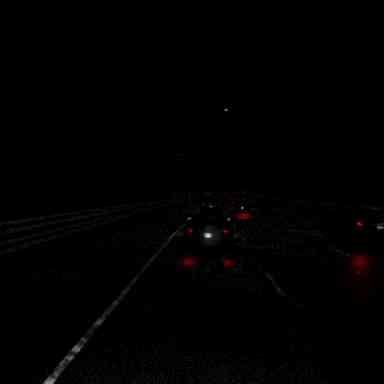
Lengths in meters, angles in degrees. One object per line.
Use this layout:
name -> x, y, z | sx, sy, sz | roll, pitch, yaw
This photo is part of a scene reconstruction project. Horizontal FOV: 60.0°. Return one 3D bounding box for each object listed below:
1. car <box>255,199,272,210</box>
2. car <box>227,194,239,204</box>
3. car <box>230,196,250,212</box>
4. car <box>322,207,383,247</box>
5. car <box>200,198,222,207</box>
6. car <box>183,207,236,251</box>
car -> 9.948, 1.689, 46.526 | 2.033, 1.411, 5.357 | 1, 0, 5
car -> 8.066, 1.321, 64.462 | 2.150, 2.045, 5.566 | 1, 0, 6
car -> 5.976, 1.581, 40.490 | 1.837, 1.490, 4.892 | 1, -1, 4
car -> 7.828, 1.469, 15.744 | 2.097, 1.767, 4.553 | 1, 0, 3
car -> 1.910, 1.367, 33.023 | 2.097, 1.767, 4.553 | 1, 0, 4
car -> 0.709, 1.570, 14.199 | 1.994, 1.385, 4.181 | 1, 0, 3
